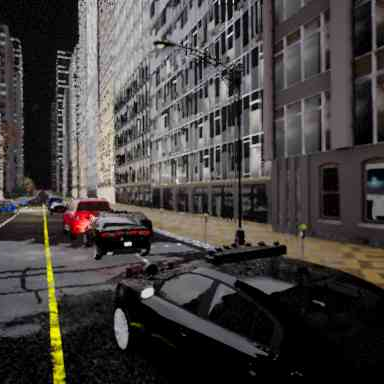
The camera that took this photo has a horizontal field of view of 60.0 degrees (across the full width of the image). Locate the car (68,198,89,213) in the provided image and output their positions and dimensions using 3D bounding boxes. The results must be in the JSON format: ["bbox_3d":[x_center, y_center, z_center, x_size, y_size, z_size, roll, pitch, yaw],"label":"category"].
[{"bbox_3d":[-15.178,1.756,44.355,2.192,1.841,5.009,-1,0,-24],"label":"car"}]

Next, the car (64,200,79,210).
[{"bbox_3d":[-19.852,2.096,54.745,1.887,1.381,4.507,-1,0,-24],"label":"car"}]

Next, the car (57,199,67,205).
[{"bbox_3d":[-31.548,2.379,80.725,1.947,1.339,4.313,-1,0,-24],"label":"car"}]

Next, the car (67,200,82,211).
[{"bbox_3d":[-17.583,2.024,49.705,1.752,1.417,4.829,-1,0,-24],"label":"car"}]

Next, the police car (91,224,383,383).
[{"bbox_3d":[0.563,1.445,3.967,1.930,1.638,5.238,0,0,-33],"label":"police car"}]

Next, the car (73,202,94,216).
[{"bbox_3d":[-12.835,1.930,39.158,1.887,1.381,4.507,-1,0,-24],"label":"car"}]

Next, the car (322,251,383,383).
[{"bbox_3d":[3.539,1.531,2.789,2.008,1.369,4.403,-1,0,-24],"label":"car"}]

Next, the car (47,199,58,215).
[{"bbox_3d":[-15.716,1.941,39.109,1.812,1.442,4.674,0,-1,-23],"label":"car"}]

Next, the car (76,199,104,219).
[{"bbox_3d":[-10.499,1.645,33.964,2.192,1.841,5.009,-1,0,-24],"label":"car"}]

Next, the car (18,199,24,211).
[{"bbox_3d":[-27.494,2.159,51.307,2.008,1.369,4.403,-1,0,-24],"label":"car"}]

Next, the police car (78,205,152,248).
[{"bbox_3d":[-3.179,1.547,13.359,1.930,1.638,5.238,0,0,-24],"label":"police car"}]

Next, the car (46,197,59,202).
[{"bbox_3d":[-20.593,1.751,49.843,2.150,2.045,5.566,0,0,-24],"label":"car"}]

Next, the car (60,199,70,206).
[{"bbox_3d":[-26.939,2.238,70.489,1.752,1.417,4.829,-1,0,-24],"label":"car"}]

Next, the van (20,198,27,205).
[{"bbox_3d":[-39.194,2.211,77.289,1.690,1.788,3.998,-1,0,-24],"label":"van"}]

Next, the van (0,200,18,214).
[{"bbox_3d":[-22.821,1.839,40.919,1.690,1.788,3.998,-1,0,-24],"label":"van"}]

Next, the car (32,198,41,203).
[{"bbox_3d":[-39.956,2.129,85.543,2.097,1.767,4.553,0,0,-24],"label":"car"}]

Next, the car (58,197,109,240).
[{"bbox_3d":[-5.904,1.406,18.582,2.150,2.045,5.566,0,0,-27],"label":"car"}]

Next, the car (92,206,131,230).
[{"bbox_3d":[-5.817,1.760,23.571,1.887,1.381,4.507,-1,0,-24],"label":"car"}]

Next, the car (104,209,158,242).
[{"bbox_3d":[-3.478,1.724,18.376,1.947,1.339,4.313,-1,0,-24],"label":"car"}]
